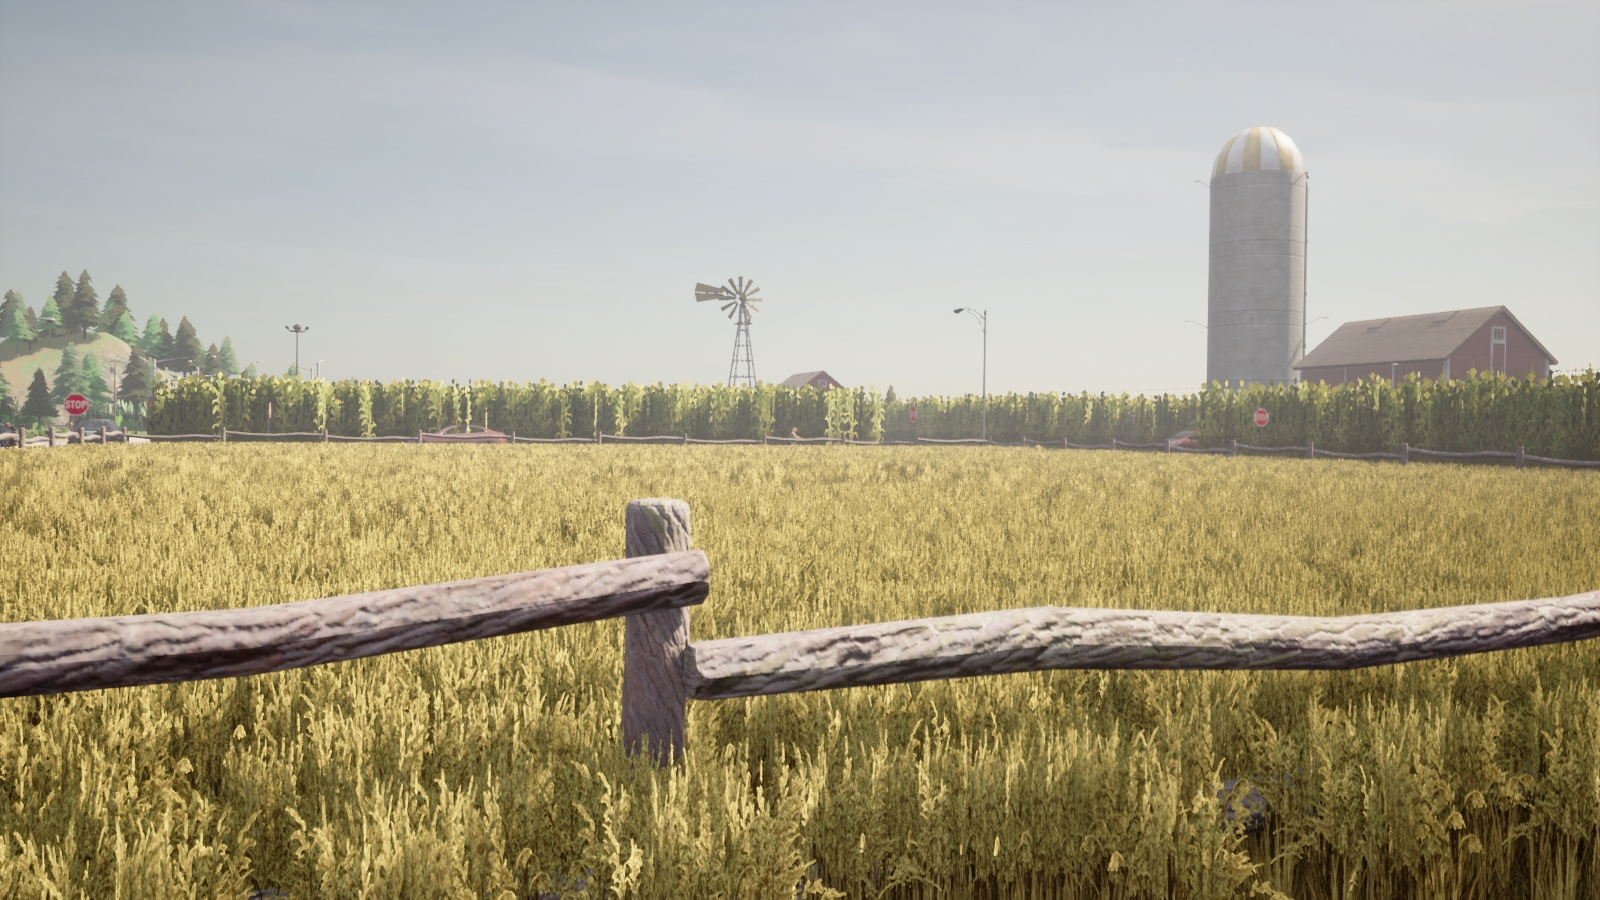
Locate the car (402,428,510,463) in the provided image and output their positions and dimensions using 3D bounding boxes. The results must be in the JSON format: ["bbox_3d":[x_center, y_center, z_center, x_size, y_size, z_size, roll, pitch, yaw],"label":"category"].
[{"bbox_3d":[-16.992,-0.246,62.022,5.027,1.651,2.152,-1,1,-18],"label":"car"}]

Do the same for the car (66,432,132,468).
[{"bbox_3d":[-36.232,-0.018,65.050,2.097,1.767,4.553,-1,1,-18],"label":"car"}]

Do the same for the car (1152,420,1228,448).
[{"bbox_3d":[23.187,-0.945,74.649,3.988,1.617,1.851,0,1,-17],"label":"car"}]

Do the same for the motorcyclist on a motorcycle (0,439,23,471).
[{"bbox_3d":[-38.619,0.244,61.210,0.866,1.530,2.191,0,1,-21],"label":"motorcyclist on a motorcycle"}]

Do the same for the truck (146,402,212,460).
[{"bbox_3d":[-43.785,-1.346,88.814,2.891,3.827,8.468,-1,1,-18],"label":"truck"}]
